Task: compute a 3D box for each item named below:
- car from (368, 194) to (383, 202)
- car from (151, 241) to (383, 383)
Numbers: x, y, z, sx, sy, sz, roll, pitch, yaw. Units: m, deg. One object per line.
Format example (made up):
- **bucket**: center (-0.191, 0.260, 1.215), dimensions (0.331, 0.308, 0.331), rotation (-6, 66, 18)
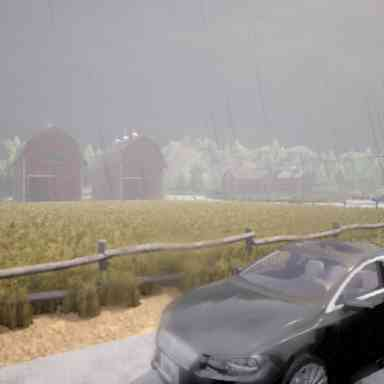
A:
- **car**: center (39.383, 1.329, 68.111), dimensions (2.242, 1.667, 4.611), rotation (0, 0, -33)
- **car**: center (1.847, 1.508, 4.645), dimensions (4.902, 1.511, 2.128), rotation (0, 0, -32)
